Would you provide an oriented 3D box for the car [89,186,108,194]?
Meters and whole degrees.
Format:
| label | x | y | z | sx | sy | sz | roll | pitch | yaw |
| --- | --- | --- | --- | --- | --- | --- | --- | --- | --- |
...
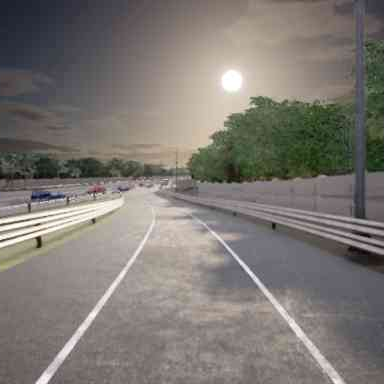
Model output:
| label | x | y | z | sx | sy | sz | roll | pitch | yaw |
| --- | --- | --- | --- | --- | --- | --- | --- | --- | --- |
| car | -24.366 | -0.544 | 88.292 | 2.150 | 2.045 | 5.566 | 0 | 3 | 8 |

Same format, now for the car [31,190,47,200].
| label | x | y | z | sx | sy | sz | roll | pitch | yaw |
| --- | --- | --- | --- | --- | --- | --- | --- | --- | --- |
| car | -30.708 | 0.561 | 68.270 | 2.150 | 2.045 | 5.566 | 0 | 3 | 8 |

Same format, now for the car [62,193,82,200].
| label | x | y | z | sx | sy | sz | roll | pitch | yaw |
| --- | --- | --- | --- | --- | --- | --- | --- | --- | --- |
| car | -23.780 | 0.912 | 67.275 | 1.994 | 1.385 | 4.181 | 0 | 3 | 8 |

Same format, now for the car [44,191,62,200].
| label | x | y | z | sx | sy | sz | roll | pitch | yaw |
| --- | --- | --- | --- | --- | --- | --- | --- | --- | --- |
| car | -27.245 | 0.826 | 67.763 | 1.882 | 1.535 | 5.008 | 0 | 3 | 8 |
